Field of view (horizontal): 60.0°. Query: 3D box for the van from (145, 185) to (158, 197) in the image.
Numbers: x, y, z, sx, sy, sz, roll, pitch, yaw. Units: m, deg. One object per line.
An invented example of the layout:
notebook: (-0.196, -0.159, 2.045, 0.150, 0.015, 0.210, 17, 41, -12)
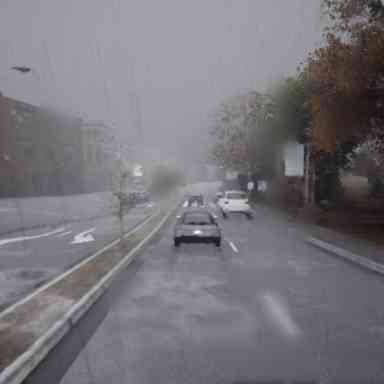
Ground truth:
van: (-7.544, -0.194, 61.847, 1.878, 1.987, 4.442, 0, 2, 1)

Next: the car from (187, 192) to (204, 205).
car: (0.448, 0.784, 40.321, 1.837, 1.490, 4.892, 0, 2, 1)

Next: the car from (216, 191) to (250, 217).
car: (3.491, 0.899, 28.219, 2.150, 2.045, 5.566, 0, 2, 0)

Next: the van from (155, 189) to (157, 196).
van: (-7.626, -0.007, 56.304, 1.878, 1.987, 4.442, 0, 2, 1)

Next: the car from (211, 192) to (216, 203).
car: (3.641, 0.655, 45.150, 1.812, 1.442, 4.674, 0, 2, 1)

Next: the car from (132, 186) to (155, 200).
car: (-7.704, 0.149, 50.849, 2.435, 2.045, 5.566, 0, 2, 1)

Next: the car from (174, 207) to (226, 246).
car: (0.231, 1.536, 15.047, 1.994, 1.385, 4.181, 0, 0, 0)
